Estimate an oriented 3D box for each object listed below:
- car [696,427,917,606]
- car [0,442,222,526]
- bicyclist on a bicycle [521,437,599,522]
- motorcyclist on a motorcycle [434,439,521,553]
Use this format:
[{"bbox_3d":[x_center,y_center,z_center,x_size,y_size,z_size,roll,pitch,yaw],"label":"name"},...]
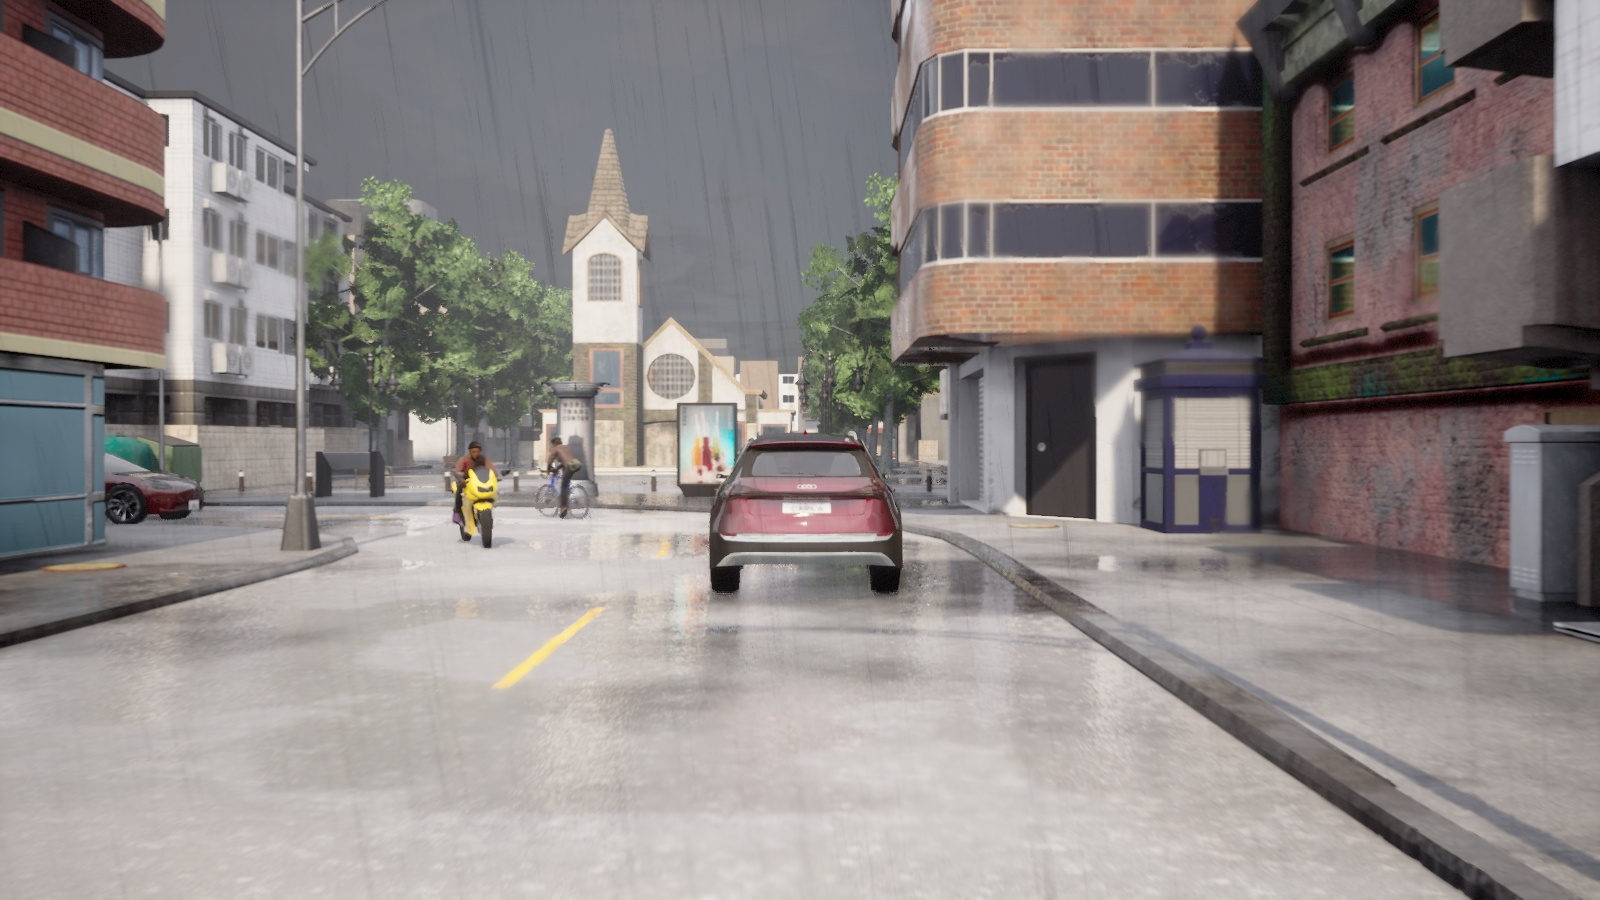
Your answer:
[{"bbox_3d":[0.031,0.598,14.004,2.033,1.649,4.856,0,0,-1],"label":"car"},{"bbox_3d":[-13.752,0.602,23.589,4.792,1.488,2.163,0,0,1],"label":"car"},{"bbox_3d":[-4.740,0.558,24.761,1.656,1.620,0.582,0,1,42],"label":"bicyclist on a bicycle"},{"bbox_3d":[-4.689,0.624,18.166,0.797,1.523,2.044,-2,1,-25],"label":"motorcyclist on a motorcycle"}]
